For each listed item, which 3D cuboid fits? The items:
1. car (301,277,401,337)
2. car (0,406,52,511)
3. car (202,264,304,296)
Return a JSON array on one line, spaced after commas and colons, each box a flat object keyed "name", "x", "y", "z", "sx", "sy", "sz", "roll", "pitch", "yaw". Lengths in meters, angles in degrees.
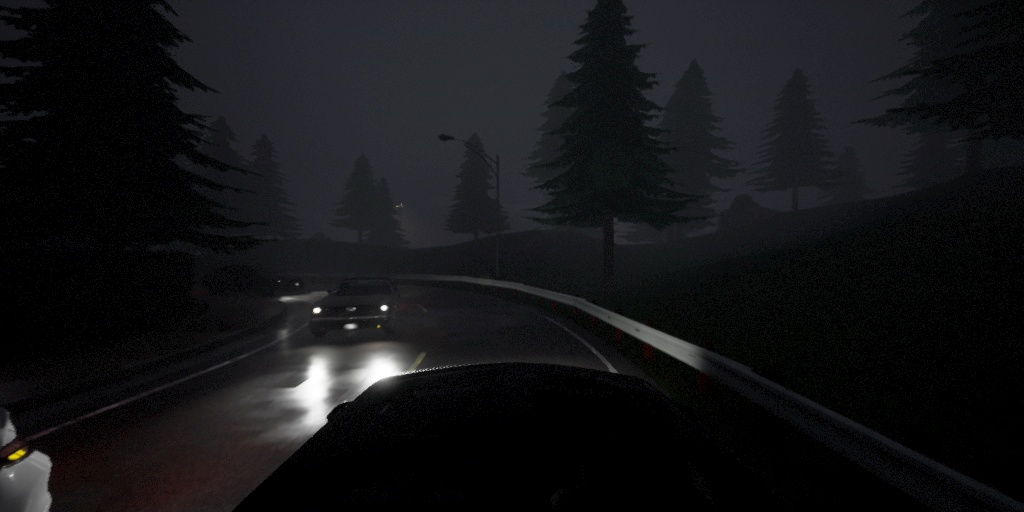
[{"name": "car", "x": -4.285, "y": 1.305, "z": 10.406, "sx": 1.895, "sy": 1.301, "sz": 4.718, "roll": 0, "pitch": 0, "yaw": -15}, {"name": "car", "x": -3.602, "y": 1.284, "z": 0.124, "sx": 1.812, "sy": 1.442, "sz": 4.674, "roll": 0, "pitch": 0, "yaw": -1}, {"name": "car", "x": -13.209, "y": 1.177, "z": 18.398, "sx": 4.892, "sy": 1.490, "sz": 1.837, "roll": 0, "pitch": 0, "yaw": 8}]
